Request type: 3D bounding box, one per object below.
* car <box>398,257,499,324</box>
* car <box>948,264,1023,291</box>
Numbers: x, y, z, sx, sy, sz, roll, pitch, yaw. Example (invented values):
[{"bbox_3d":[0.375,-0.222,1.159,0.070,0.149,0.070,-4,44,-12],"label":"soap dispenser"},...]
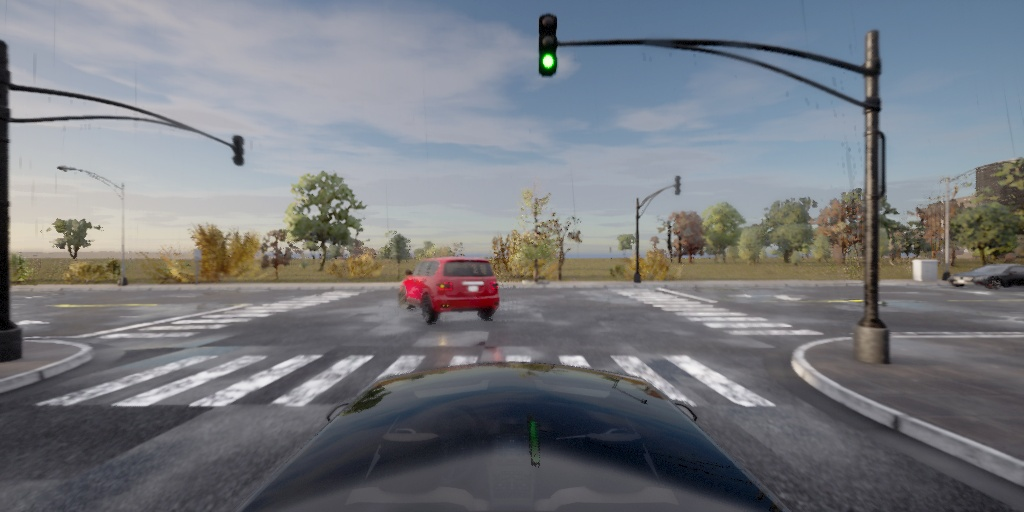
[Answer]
[{"bbox_3d":[-2.420,1.074,12.846,2.150,2.045,5.566,1,-1,-29],"label":"car"},{"bbox_3d":[28.620,1.211,20.982,4.674,1.442,1.812,0,0,0],"label":"car"}]
